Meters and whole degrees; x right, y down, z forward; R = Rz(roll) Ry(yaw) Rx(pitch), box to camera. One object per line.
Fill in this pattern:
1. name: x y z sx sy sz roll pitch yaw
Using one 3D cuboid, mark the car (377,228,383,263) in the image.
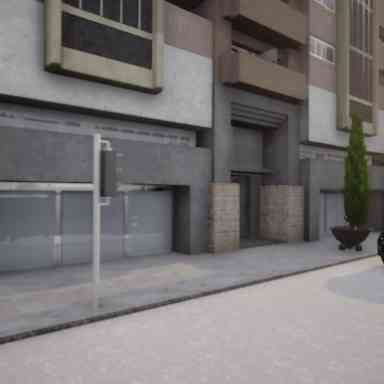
1. car: 8.289 1.327 10.945 5.566 2.045 2.150 1 0 -37
